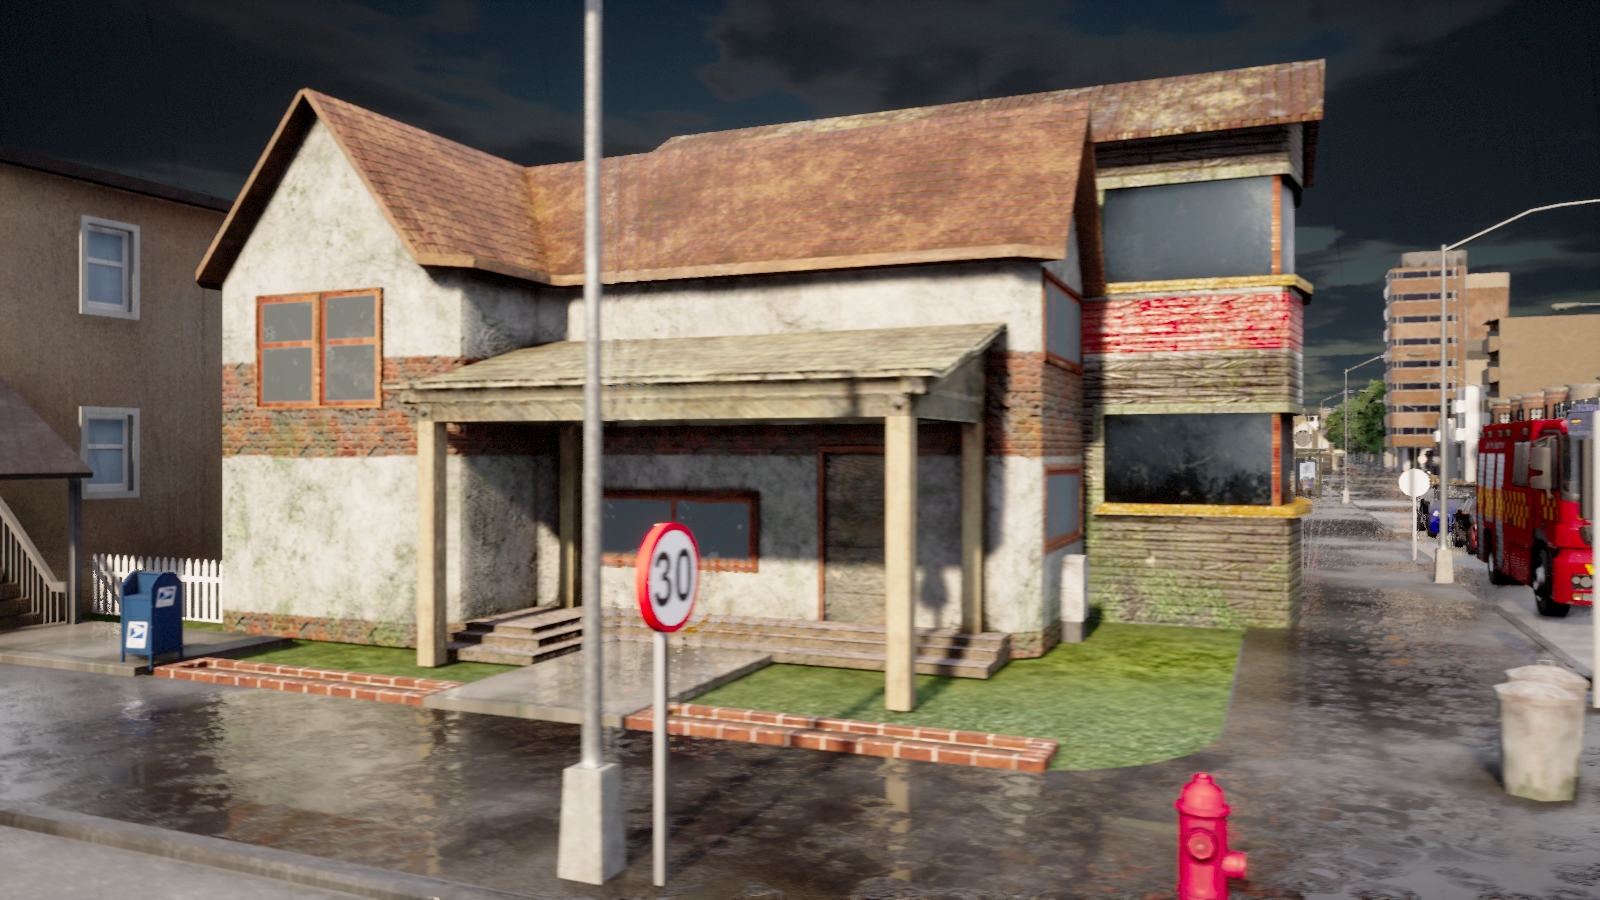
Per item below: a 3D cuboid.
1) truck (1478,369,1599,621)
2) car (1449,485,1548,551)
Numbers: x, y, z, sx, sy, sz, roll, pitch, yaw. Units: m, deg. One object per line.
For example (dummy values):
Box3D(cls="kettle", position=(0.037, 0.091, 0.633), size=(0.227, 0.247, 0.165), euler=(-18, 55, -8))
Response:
Box3D(cls="truck", position=(14.695, 0.688, 20.840), size=(2.891, 3.827, 8.468), euler=(0, 0, 23))
Box3D(cls="car", position=(19.216, 1.821, 31.588), size=(1.789, 1.549, 3.705), euler=(0, 0, 22))
